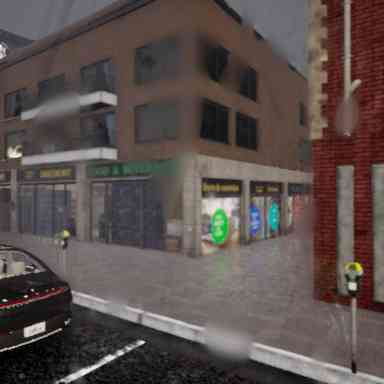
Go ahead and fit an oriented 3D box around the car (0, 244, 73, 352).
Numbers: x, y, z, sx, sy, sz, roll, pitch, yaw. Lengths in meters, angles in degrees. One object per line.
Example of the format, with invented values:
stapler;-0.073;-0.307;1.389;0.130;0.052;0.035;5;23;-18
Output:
car;-3.823;1.561;5.605;4.403;1.369;2.008;0;0;36
